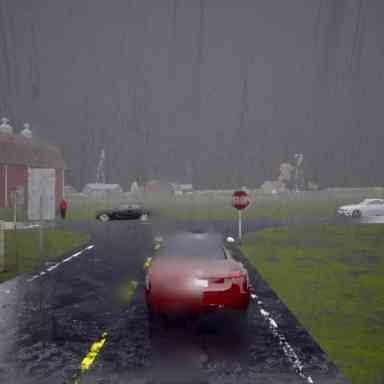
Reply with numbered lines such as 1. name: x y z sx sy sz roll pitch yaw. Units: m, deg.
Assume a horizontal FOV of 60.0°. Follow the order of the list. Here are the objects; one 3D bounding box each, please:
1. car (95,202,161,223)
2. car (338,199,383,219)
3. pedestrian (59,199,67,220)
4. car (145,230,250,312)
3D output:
1. car: -4.956 1.557 25.904 5.008 1.535 1.882 -1 0 1
2. car: 13.982 1.283 26.256 4.674 1.442 1.812 -1 0 -4
3. pedestrian: -11.273 1.491 29.142 0.375 1.860 0.375 0 0 4
4. car: 0.087 1.565 7.799 1.994 1.385 4.181 0 0 -1
